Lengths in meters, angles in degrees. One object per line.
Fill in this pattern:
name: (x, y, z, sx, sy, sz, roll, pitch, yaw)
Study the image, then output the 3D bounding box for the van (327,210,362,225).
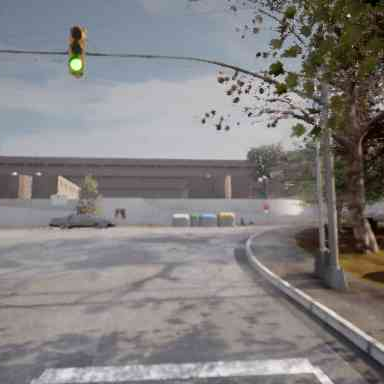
van: (22.643, 3.876, 49.660, 1.878, 1.987, 4.442, 3, -8, -27)

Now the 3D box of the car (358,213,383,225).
car: (28.415, 4.094, 50.695, 1.946, 1.575, 5.366, 2, -8, -28)

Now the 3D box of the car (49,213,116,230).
car: (-9.256, 2.535, 28.435, 5.357, 1.411, 2.033, 1, -6, -8)

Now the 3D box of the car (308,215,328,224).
car: (19.725, 4.108, 49.174, 1.946, 1.575, 5.366, 3, -8, -28)

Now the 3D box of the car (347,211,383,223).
car: (22.699, 3.250, 41.749, 4.902, 1.511, 2.128, 0, -6, -8)

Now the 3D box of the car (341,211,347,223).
car: (22.949, 3.586, 44.786, 4.892, 1.490, 1.837, 0, -6, -8)

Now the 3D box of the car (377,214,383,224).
car: (31.459, 4.059, 50.925, 2.231, 1.521, 4.892, 2, -8, -28)
